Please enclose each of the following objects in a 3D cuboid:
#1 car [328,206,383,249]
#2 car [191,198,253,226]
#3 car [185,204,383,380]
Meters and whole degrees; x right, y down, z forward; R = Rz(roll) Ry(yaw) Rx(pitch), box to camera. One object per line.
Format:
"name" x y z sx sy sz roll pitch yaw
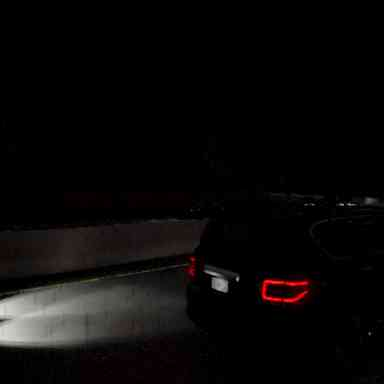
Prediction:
"car" 8.535 1.494 15.658 4.902 1.511 2.128 0 0 -44
"car" 2.304 1.354 24.491 2.097 1.767 4.553 0 0 44
"car" 2.467 1.225 5.754 5.566 2.045 2.150 0 0 -38
